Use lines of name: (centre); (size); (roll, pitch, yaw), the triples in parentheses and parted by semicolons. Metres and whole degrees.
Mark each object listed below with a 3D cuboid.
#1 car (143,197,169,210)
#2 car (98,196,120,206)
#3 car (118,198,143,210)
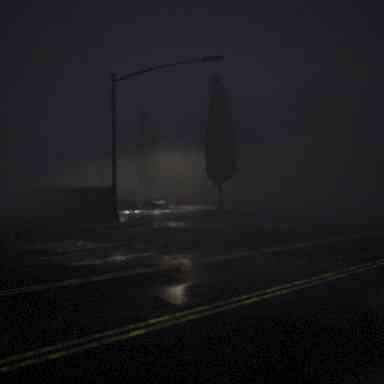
car: (-4.619, 1.351, 40.785); (1.812, 1.442, 4.674); (-1, 0, -36)
car: (-13.098, 1.352, 52.476); (1.812, 1.442, 4.674); (-1, 0, -36)
car: (-7.948, 1.420, 39.415); (1.994, 1.385, 4.181); (-1, 0, -36)
